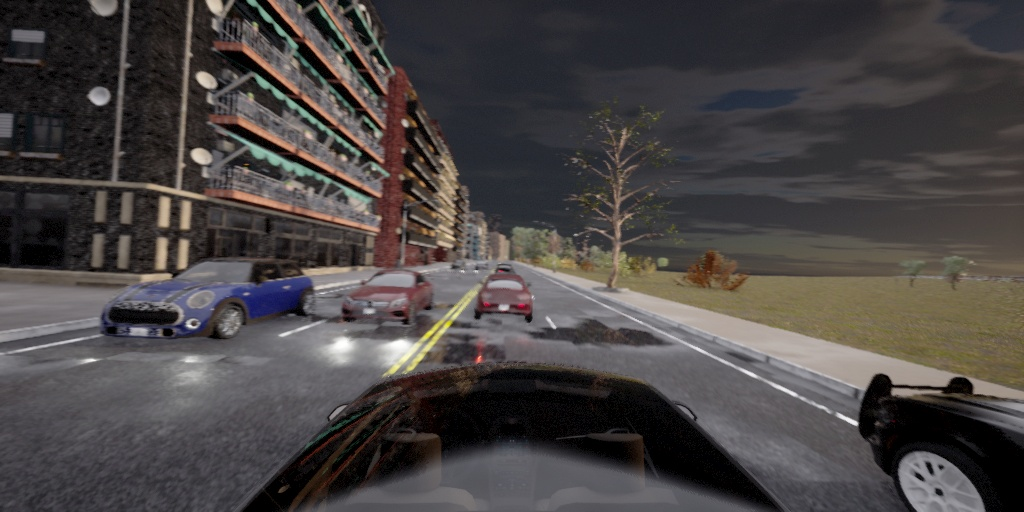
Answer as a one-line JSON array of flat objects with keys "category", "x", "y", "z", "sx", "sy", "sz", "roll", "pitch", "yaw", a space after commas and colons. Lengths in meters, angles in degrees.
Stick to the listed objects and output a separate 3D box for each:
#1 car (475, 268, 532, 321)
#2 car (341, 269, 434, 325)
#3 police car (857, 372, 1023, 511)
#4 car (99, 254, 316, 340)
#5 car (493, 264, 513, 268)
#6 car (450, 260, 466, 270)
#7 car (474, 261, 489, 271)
[{"category": "car", "x": -0.278, "y": 1.352, "z": 12.848, "sx": 1.812, "sy": 1.442, "sz": 4.674, "roll": 3, "pitch": 0, "yaw": -1}, {"category": "car", "x": -3.697, "y": 1.171, "z": 11.527, "sx": 1.812, "sy": 1.442, "sz": 4.674, "roll": 3, "pitch": 0, "yaw": -1}, {"category": "police car", "x": 4.251, "y": 1.383, "z": 1.286, "sx": 1.930, "sy": 1.638, "sz": 5.238, "roll": 3, "pitch": 0, "yaw": -1}, {"category": "car", "x": -6.879, "y": 0.816, "z": 8.840, "sx": 2.097, "sy": 1.767, "sz": 4.553, "roll": 3, "pitch": 0, "yaw": -1}, {"category": "car", "x": -0.692, "y": 1.474, "z": 32.794, "sx": 1.837, "sy": 1.490, "sz": 4.892, "roll": 3, "pitch": 0, "yaw": -1}, {"category": "car", "x": -7.743, "y": 1.276, "z": 52.127, "sx": 1.837, "sy": 1.490, "sz": 4.892, "roll": 3, "pitch": 0, "yaw": -1}, {"category": "car", "x": -4.538, "y": 1.476, "z": 54.365, "sx": 1.812, "sy": 1.442, "sz": 4.674, "roll": 3, "pitch": 0, "yaw": -1}]
